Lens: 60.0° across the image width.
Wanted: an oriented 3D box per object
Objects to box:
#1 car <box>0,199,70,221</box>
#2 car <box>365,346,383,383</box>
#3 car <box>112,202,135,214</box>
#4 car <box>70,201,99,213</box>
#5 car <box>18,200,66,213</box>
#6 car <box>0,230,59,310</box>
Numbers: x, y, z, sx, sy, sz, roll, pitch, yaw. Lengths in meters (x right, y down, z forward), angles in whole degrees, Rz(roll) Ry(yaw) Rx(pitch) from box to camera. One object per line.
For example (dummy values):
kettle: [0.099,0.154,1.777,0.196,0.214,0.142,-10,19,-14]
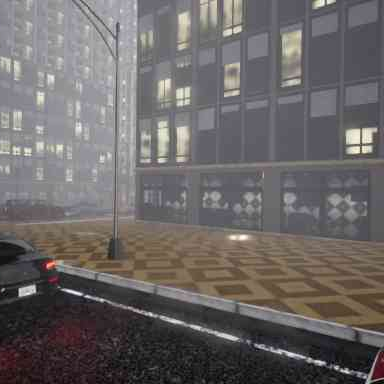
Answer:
car: [-13.796,1.520,29.249,2.192,1.841,5.009,1,0,36]
car: [3.196,1.353,1.409,4.553,1.767,2.097,0,0,35]
car: [-7.007,1.830,38.468,1.752,1.417,4.829,1,0,36]
car: [-13.219,1.753,39.780,1.994,1.385,4.181,1,0,36]
car: [-17.302,1.643,38.621,1.752,1.417,4.829,1,0,36]
car: [-4.696,1.522,7.020,4.674,1.442,1.812,0,0,35]
